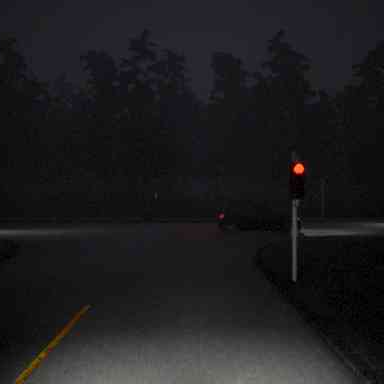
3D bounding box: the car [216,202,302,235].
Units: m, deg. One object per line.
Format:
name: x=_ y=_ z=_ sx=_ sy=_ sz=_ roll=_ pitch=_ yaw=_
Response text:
car: x=3.638 y=1.352 z=18.325 sx=4.553 sy=1.767 sz=2.097 roll=0 pitch=0 yaw=0
